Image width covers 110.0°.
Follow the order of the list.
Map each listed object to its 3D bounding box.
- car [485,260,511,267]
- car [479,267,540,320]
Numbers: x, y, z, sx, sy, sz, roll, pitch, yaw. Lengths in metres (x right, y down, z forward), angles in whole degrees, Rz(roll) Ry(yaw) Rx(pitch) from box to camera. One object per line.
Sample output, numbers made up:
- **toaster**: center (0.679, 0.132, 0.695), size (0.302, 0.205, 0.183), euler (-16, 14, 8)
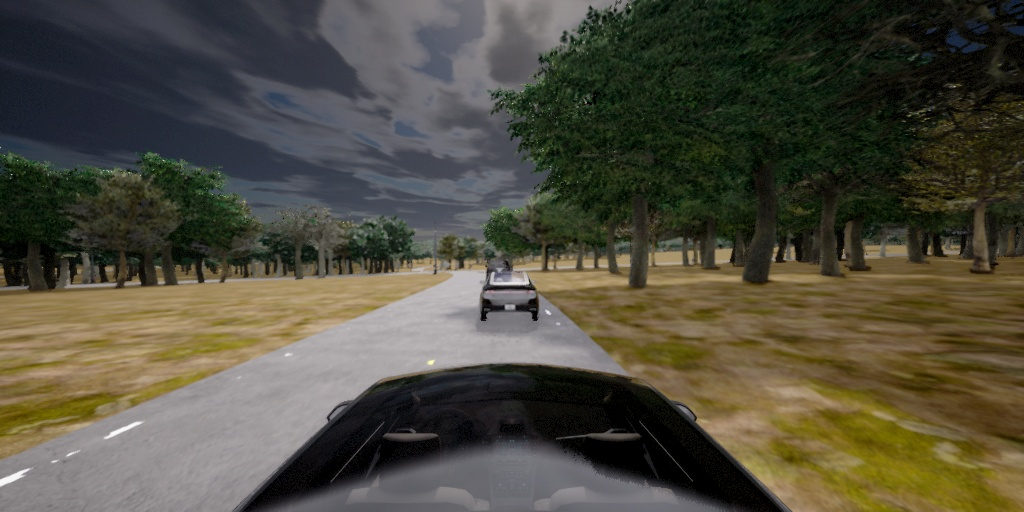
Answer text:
- **car**: center (-1.223, 1.371, 32.197), size (2.150, 2.045, 5.566), euler (0, -1, -5)
- **car**: center (-0.128, 1.288, 12.734), size (2.128, 1.511, 4.902), euler (0, -1, -2)
